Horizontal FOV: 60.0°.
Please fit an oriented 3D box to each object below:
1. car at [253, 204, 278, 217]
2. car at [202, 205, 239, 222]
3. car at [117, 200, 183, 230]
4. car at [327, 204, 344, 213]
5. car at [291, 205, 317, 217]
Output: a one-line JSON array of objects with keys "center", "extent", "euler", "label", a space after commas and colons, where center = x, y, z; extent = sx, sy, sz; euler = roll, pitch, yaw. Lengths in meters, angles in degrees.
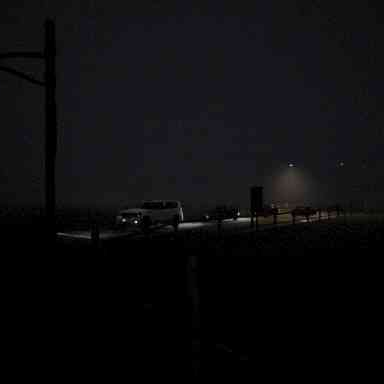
[{"center": [8.910, 2.266, 40.762], "extent": [2.128, 1.511, 4.902], "euler": [0, -1, 36], "label": "car"}, {"center": [2.878, 2.067, 32.533], "extent": [2.128, 1.511, 4.902], "euler": [0, -1, 36], "label": "car"}, {"center": [-2.937, 1.608, 24.595], "extent": [2.150, 2.045, 5.566], "euler": [0, -1, 36], "label": "car"}, {"center": [23.329, 2.671, 54.208], "extent": [1.812, 1.442, 4.674], "euler": [0, -1, 37], "label": "car"}, {"center": [14.100, 2.380, 41.602], "extent": [2.033, 1.411, 5.357], "euler": [0, -1, 36], "label": "car"}]
